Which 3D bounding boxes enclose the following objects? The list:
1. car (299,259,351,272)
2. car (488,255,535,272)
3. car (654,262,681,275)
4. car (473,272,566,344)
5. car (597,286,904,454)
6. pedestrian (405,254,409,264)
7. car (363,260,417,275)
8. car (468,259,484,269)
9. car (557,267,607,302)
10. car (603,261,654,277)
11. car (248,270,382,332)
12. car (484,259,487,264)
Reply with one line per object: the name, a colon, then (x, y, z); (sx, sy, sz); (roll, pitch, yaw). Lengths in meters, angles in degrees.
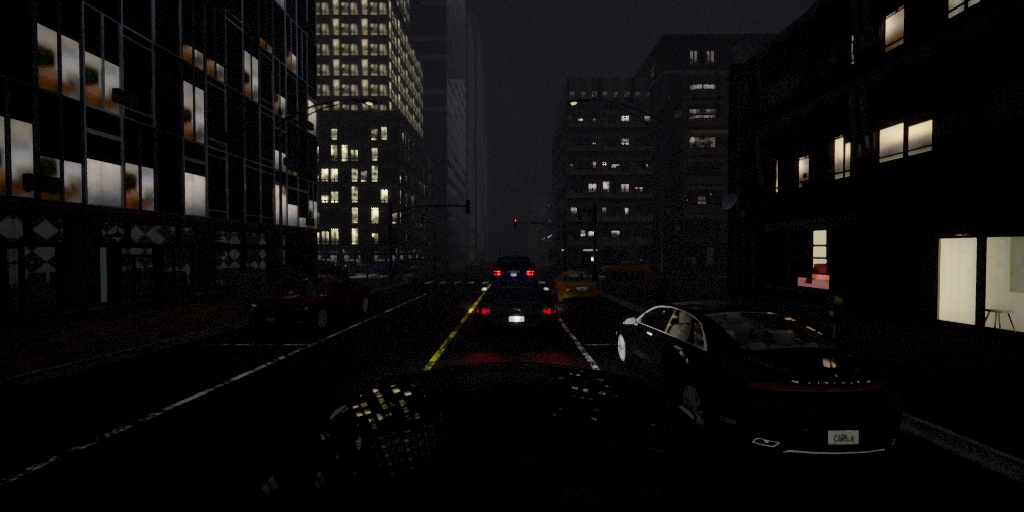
car: (-17.874, 1.154, 34.310); (4.674, 1.442, 1.812); (1, 1, 2)
car: (0.085, 0.967, 19.451); (2.150, 2.045, 5.566); (0, 0, 0)
car: (16.290, 1.373, 39.654); (4.403, 1.370, 2.007); (0, 0, 1)
car: (0.094, 1.312, 9.643); (1.994, 1.385, 4.181); (0, 0, 0)
car: (2.816, 1.299, 5.220); (2.007, 1.370, 4.403); (0, 0, 0)
pedestrian: (-12.568, 0.670, 42.974); (0.375, 1.860, 0.375); (0, 0, 1)
car: (-12.701, 1.170, 37.458); (5.357, 1.411, 2.033); (1, 1, 1)
car: (-5.716, 1.264, 54.290); (1.751, 1.417, 4.829); (0, 0, 0)
car: (2.811, 1.271, 16.678); (1.751, 1.417, 4.829); (0, 0, 0)
car: (11.558, 1.304, 37.061); (5.008, 1.535, 1.882); (0, 1, 0)
car: (-5.826, 1.292, 10.918); (1.888, 1.381, 4.507); (0, 0, 0)
car: (-5.719, 1.304, 60.114); (1.948, 1.339, 4.313); (0, 0, 0)
